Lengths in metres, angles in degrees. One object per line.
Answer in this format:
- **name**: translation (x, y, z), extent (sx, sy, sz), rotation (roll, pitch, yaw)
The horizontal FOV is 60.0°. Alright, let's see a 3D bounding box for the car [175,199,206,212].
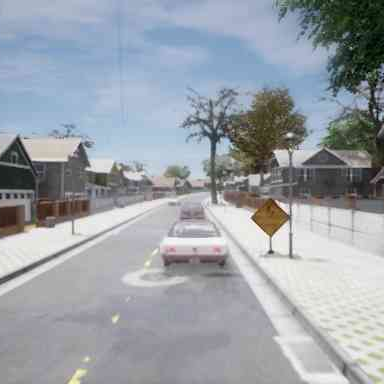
- **car**: translation (0.050, 1.475, 24.446), extent (2.033, 1.411, 5.357), rotation (0, 0, 1)

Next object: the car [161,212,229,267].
- **car**: translation (0.058, 1.576, 11.236), extent (1.895, 1.301, 4.718), rotation (0, 0, 0)

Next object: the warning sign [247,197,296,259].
- **warning sign**: translation (2.511, 1.093, 10.663), extent (1.300, 1.860, 1.060), rotation (-1, 0, 0)

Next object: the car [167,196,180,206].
- **car**: translation (-2.737, 1.311, 49.876), extent (1.812, 1.442, 4.674), rotation (0, 0, 1)
